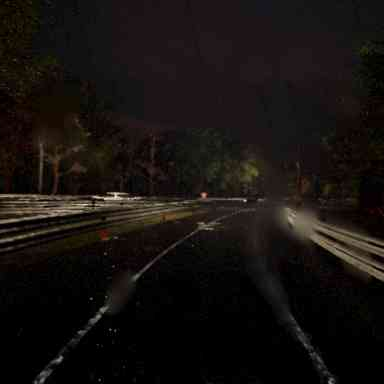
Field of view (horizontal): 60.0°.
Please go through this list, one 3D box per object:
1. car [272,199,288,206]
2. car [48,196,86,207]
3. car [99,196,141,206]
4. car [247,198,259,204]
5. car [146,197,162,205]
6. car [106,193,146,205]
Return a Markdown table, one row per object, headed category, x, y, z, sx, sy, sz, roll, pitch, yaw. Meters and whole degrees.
| category | x | y | z | sx | sy | sz | roll | pitch | yaw |
| --- | --- | --- | --- | --- | --- | --- | --- | --- | --- |
| car | 22.055 | 2.626 | 85.006 | 1.882 | 1.535 | 5.008 | 2 | 0 | 34 |
| car | -15.686 | 1.227 | 42.374 | 2.033 | 1.411 | 5.357 | 2 | 0 | 34 |
| car | -8.777 | 1.545 | 40.078 | 1.895 | 1.301 | 4.718 | 2 | 0 | 34 |
| car | 16.156 | 2.449 | 88.777 | 1.812 | 1.442 | 4.674 | 2 | 0 | 34 |
| car | -6.633 | 1.589 | 55.563 | 2.033 | 1.411 | 5.357 | 2 | 0 | 34 |
| car | -9.376 | 1.141 | 45.366 | 2.150 | 2.045 | 5.566 | 2 | 0 | 34 |
